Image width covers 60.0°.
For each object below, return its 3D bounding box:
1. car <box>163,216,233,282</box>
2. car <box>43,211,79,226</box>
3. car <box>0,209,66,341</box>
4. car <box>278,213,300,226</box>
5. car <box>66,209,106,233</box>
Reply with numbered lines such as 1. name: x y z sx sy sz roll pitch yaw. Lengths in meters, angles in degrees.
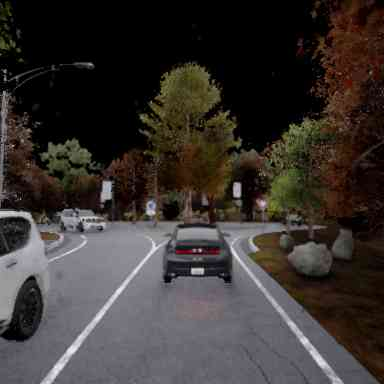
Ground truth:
1. car: 0.168 1.719 10.398 1.837 1.490 4.892 0 -2 1
2. car: -19.422 3.903 49.632 2.150 2.045 5.566 -2 -4 12
3. car: -3.608 1.262 3.747 2.150 2.045 5.566 0 -1 0
4. car: 13.354 3.786 46.003 2.097 1.767 4.553 -1 -4 5
5. car: -10.104 2.592 30.420 5.566 2.045 2.150 -4 -6 44
